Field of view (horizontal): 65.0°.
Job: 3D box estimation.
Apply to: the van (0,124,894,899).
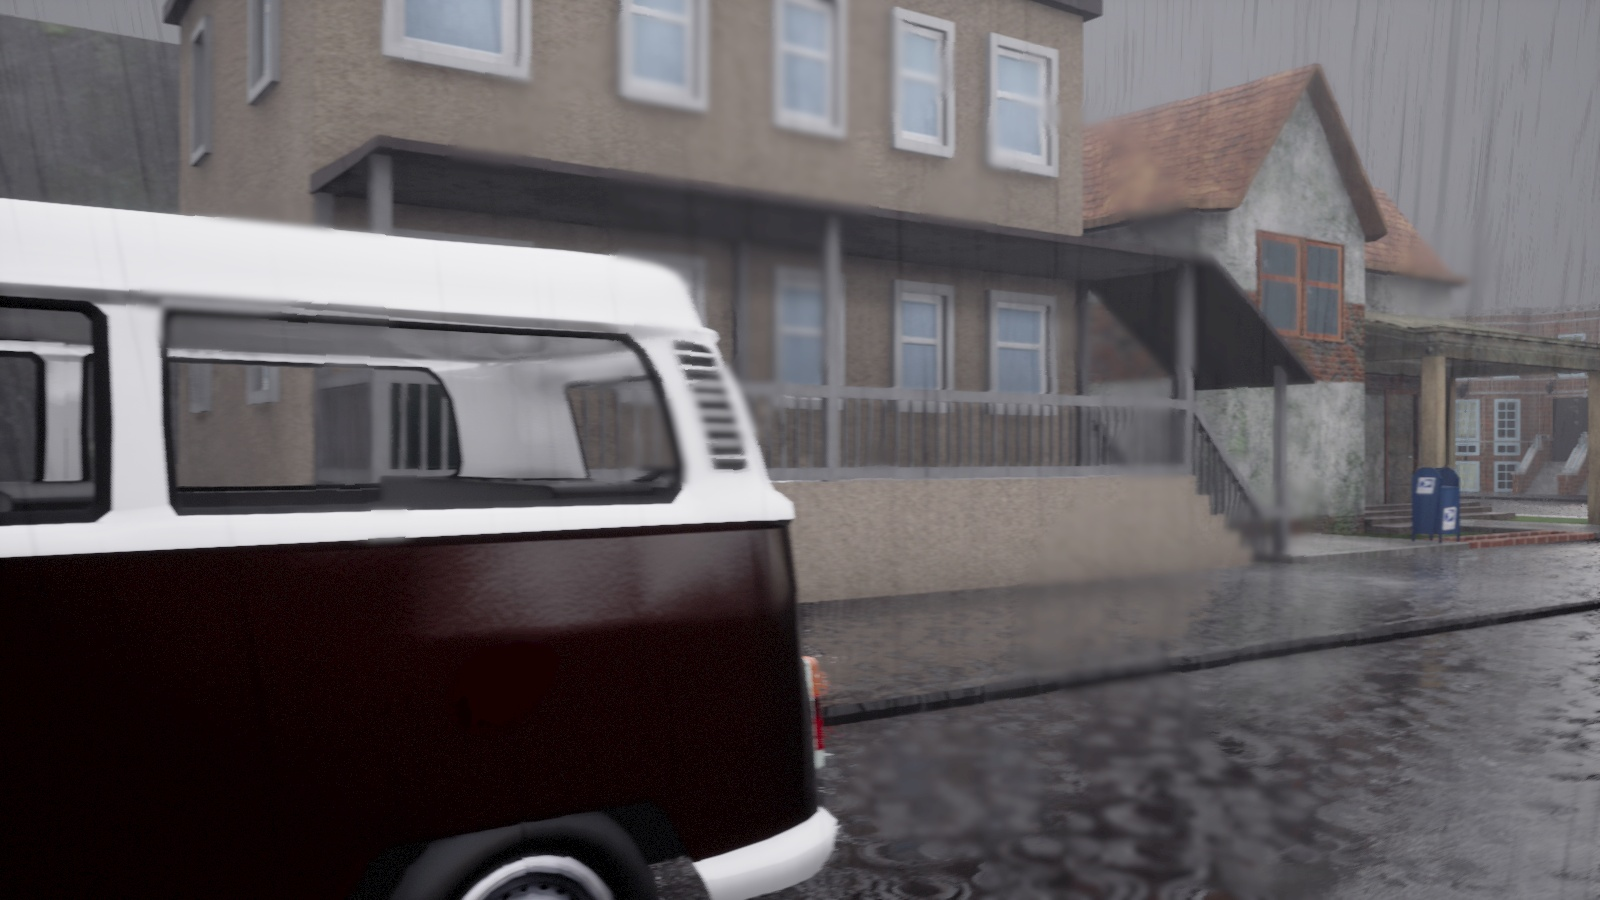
[{"bbox_3d":[-2.192,0.480,2.744,4.480,2.038,2.069,0,0,-35],"label":"van"}]
